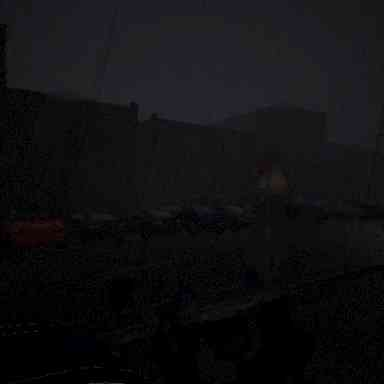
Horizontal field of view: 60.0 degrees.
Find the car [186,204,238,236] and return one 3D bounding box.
[{"bbox_3d":[-0.036,1.463,18.631,2.097,1.535,5.008,0,0,-36],"label":"car"}]

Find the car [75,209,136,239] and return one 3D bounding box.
[{"bbox_3d":[-4.631,1.525,15.352,2.002,1.452,4.674,0,0,-36],"label":"car"}]

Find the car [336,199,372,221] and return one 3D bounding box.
[{"bbox_3d":[11.069,1.424,26.798,1.946,1.575,5.366,0,0,-36],"label":"car"}]

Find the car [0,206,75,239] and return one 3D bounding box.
[{"bbox_3d":[-6.753,1.370,13.801,2.185,1.767,4.553,0,0,-36],"label":"car"}]

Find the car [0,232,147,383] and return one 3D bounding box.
[{"bbox_3d":[-2.289,1.354,1.497,4.553,1.767,2.097,0,0,-35],"label":"car"}]

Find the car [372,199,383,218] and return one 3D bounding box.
[{"bbox_3d":[13.405,1.454,28.275,2.163,1.488,4.792,0,0,-36],"label":"car"}]

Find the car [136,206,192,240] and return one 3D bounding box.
[{"bbox_3d":[-2.281,1.514,17.031,2.002,1.452,4.674,0,0,-36],"label":"car"}]

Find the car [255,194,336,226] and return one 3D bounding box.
[{"bbox_3d":[6.707,1.187,23.420,2.435,2.045,5.566,0,0,-36],"label":"car"}]

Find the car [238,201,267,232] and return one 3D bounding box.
[{"bbox_3d":[2.203,1.493,20.241,2.002,1.452,4.674,0,0,-36],"label":"car"}]
